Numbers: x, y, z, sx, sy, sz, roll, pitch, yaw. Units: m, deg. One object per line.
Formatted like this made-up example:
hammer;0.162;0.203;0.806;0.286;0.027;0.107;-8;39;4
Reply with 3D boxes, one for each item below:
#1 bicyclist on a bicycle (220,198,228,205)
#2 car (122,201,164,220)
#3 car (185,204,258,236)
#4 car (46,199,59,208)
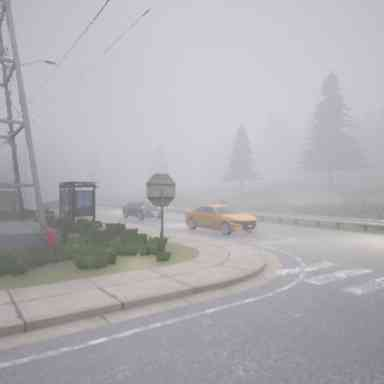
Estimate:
bicyclist on a bicycle;2.763;1.358;29.419;1.656;1.620;0.582;-7;4;-34
car;-4.068;1.461;26.985;2.128;1.511;4.902;0;0;-34
car;1.526;1.448;18.772;1.882;1.535;5.008;0;0;-34
car;-17.048;1.537;43.053;4.181;1.385;1.994;0;0;-5
